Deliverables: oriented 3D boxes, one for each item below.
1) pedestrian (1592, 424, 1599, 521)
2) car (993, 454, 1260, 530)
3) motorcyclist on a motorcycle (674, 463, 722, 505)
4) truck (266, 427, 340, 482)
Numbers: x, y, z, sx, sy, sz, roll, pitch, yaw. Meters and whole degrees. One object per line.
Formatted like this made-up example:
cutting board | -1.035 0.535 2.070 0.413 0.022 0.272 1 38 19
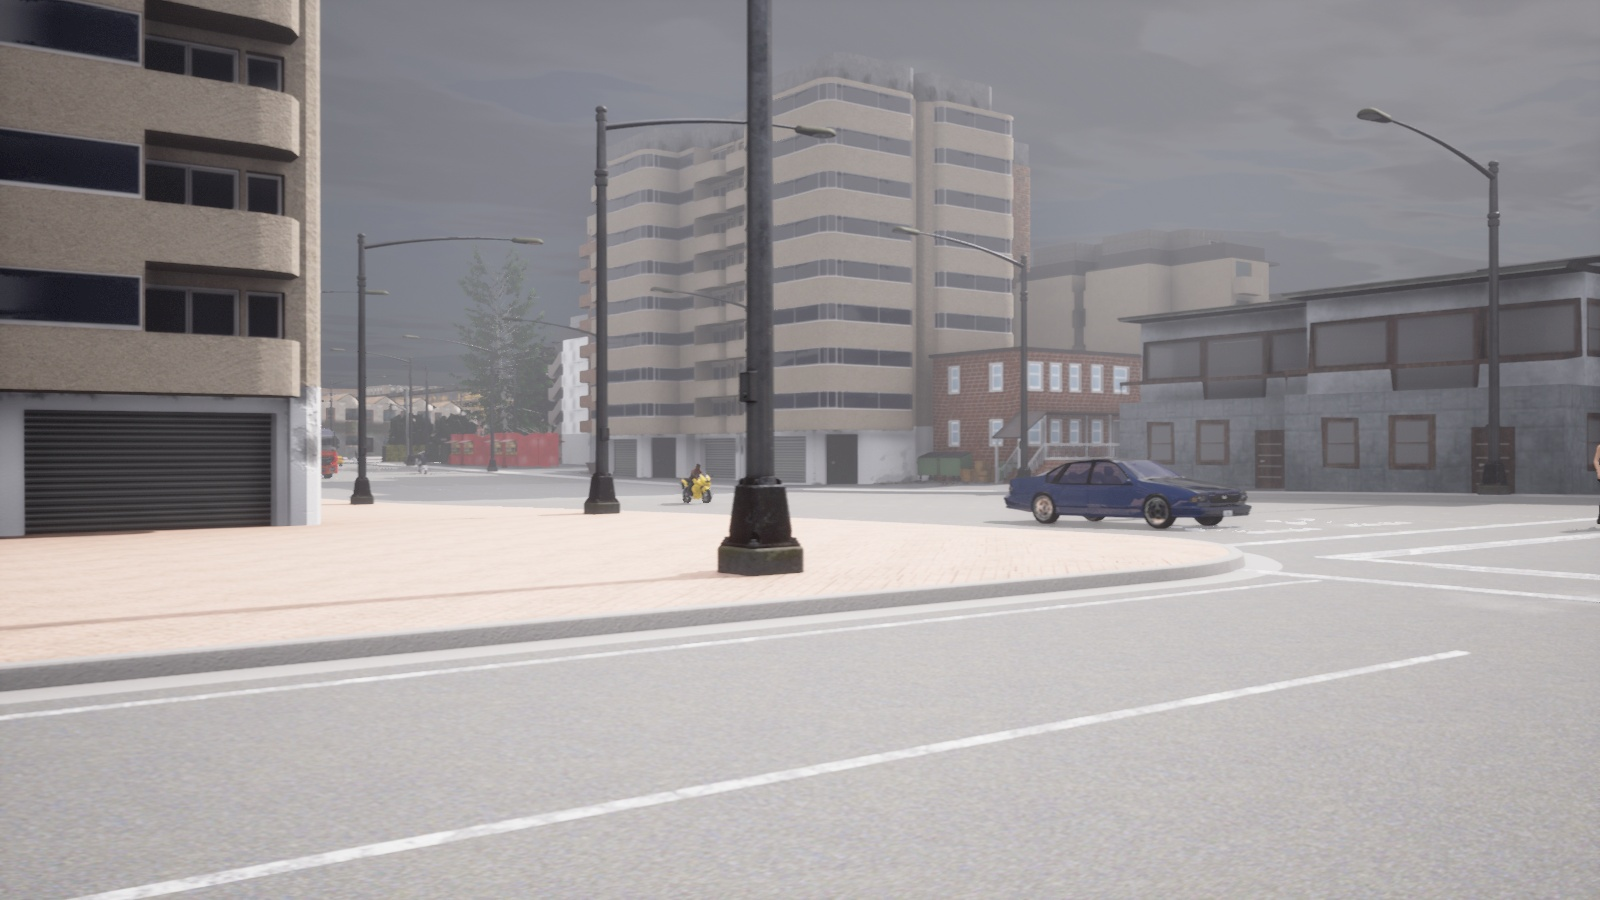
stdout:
pedestrian | 15.323 0.420 23.782 0.345 1.836 0.594 0 0 13
car | 6.723 0.843 26.504 2.033 1.411 5.357 0 -1 -36
motorcyclist on a motorcycle | -3.809 1.272 46.807 0.797 1.523 2.044 0 -1 -36
truck | -35.955 0.257 90.678 2.891 3.827 8.468 0 1 -36
